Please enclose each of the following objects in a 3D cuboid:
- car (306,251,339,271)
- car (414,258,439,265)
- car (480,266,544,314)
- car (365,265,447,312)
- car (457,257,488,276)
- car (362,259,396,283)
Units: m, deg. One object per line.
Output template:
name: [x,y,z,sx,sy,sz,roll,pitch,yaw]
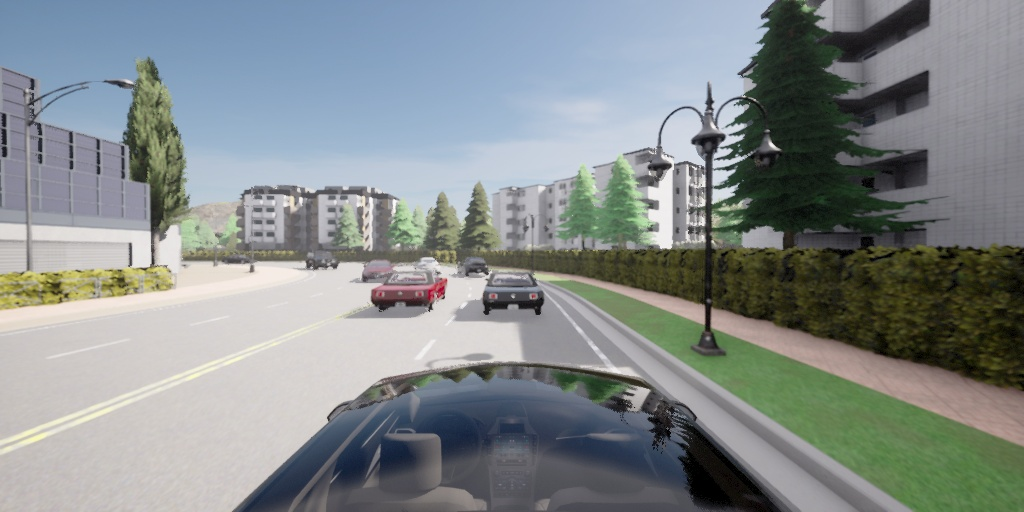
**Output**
car: [-20.571,0.466,38.715,2.150,2.045,5.566,0,1,-42]
car: [-7.403,0.873,30.971,1.812,1.442,4.674,0,1,-22]
car: [-0.044,1.196,12.875,1.895,1.301,4.718,0,1,-2]
car: [-3.573,1.191,13.366,1.895,1.301,4.718,0,1,-3]
car: [-3.362,0.861,30.182,1.837,1.490,4.892,0,1,-19]
car: [-8.858,0.969,24.092,1.812,1.442,4.674,0,1,-16]
